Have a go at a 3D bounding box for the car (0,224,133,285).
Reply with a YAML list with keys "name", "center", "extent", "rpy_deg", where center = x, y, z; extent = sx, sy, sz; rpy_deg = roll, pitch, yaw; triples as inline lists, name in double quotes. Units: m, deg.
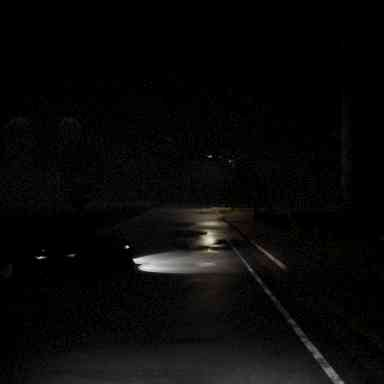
- name: "car"
  center: [-3.847, 1.635, 9.666]
  extent: [4.181, 1.385, 1.994]
  rpy_deg: [0, 0, -25]
